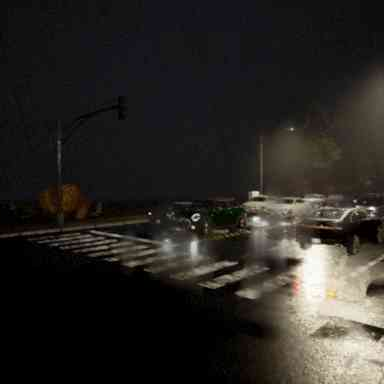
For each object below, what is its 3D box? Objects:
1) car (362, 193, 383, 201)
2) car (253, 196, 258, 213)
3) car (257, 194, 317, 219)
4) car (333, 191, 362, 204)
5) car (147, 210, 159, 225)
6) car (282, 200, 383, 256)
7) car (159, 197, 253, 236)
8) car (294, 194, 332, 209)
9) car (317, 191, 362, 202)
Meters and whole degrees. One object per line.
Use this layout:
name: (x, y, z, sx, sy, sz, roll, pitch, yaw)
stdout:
car: (20.312, 0.770, 37.807, 1.895, 1.301, 4.718, 1, 2, 44)
car: (5.754, 1.026, 27.066, 1.812, 1.442, 4.674, 1, 2, 43)
car: (6.813, 1.091, 23.436, 1.812, 1.442, 4.674, 1, 2, 43)
car: (19.628, 0.619, 41.809, 1.812, 1.442, 4.674, 1, 2, 45)
car: (-0.490, 1.287, 20.396, 1.895, 1.301, 4.718, 1, 2, 41)
car: (5.620, 1.291, 12.420, 2.128, 1.511, 4.902, 1, 2, 43)
car: (0.838, 1.097, 16.993, 2.097, 1.767, 4.553, 1, 2, 42)
car: (12.540, 0.901, 34.302, 1.895, 1.301, 4.718, 1, 2, 43)
car: (13.456, 0.917, 30.539, 2.033, 1.411, 5.357, 1, 2, 43)
